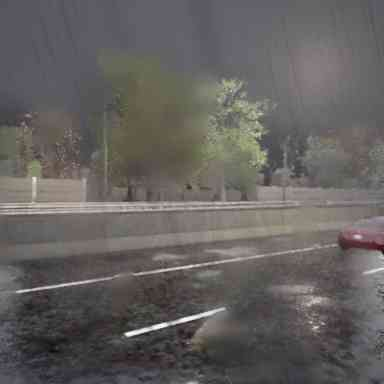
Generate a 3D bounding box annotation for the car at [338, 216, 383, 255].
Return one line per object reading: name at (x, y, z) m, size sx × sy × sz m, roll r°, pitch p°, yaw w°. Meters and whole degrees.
car at (7.978, 1.703, 13.863) m, size 4.181 × 1.385 × 1.994 m, roll 1°, pitch 0°, yaw -35°
